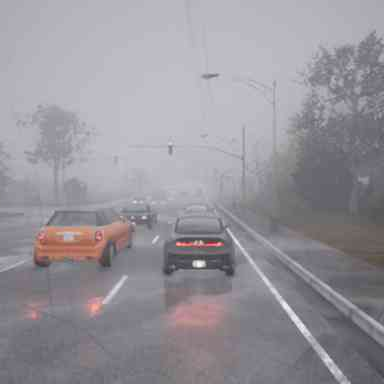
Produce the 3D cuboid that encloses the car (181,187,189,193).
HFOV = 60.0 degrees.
[{"bbox_3d":[-1.738,-0.563,87.363,1.812,1.442,4.674,0,4,1],"label":"car"}]

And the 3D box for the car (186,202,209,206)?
[{"bbox_3d":[0.321,1.326,19.200,1.812,1.442,4.674,0,1,3],"label":"car"}]

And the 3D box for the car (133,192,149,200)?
[{"bbox_3d":[-9.376,0.917,60.802,2.033,1.411,5.357,0,1,2],"label":"car"}]

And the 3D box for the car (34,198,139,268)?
[{"bbox_3d":[-3.289,1.236,11.065,2.097,1.767,4.553,0,1,1],"label":"car"}]

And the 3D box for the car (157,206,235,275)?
[{"bbox_3d":[0.196,1.398,10.126,1.837,1.490,4.892,0,0,1],"label":"car"}]

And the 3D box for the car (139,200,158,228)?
[{"bbox_3d":[-3.178,1.391,20.164,1.895,1.301,4.718,0,1,0],"label":"car"}]

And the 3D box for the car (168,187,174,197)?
[{"bbox_3d":[-5.482,-0.027,76.646,2.150,2.045,5.566,0,4,1],"label":"car"}]

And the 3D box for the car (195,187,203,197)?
[{"bbox_3d":[1.524,0.259,76.877,2.033,1.411,5.357,0,4,1],"label":"car"}]

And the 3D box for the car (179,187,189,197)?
[{"bbox_3d":[-1.975,0.218,76.954,1.837,1.490,4.892,0,4,1],"label":"car"}]

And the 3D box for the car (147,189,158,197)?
[{"bbox_3d":[-8.992,0.276,76.274,1.837,1.490,4.892,0,4,1],"label":"car"}]

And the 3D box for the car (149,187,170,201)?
[{"bbox_3d":[-5.879,0.589,60.898,2.150,2.045,5.566,0,1,2],"label":"car"}]

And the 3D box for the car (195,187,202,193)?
[{"bbox_3d":[1.761,-0.585,87.282,1.837,1.490,4.892,0,4,1],"label":"car"}]
